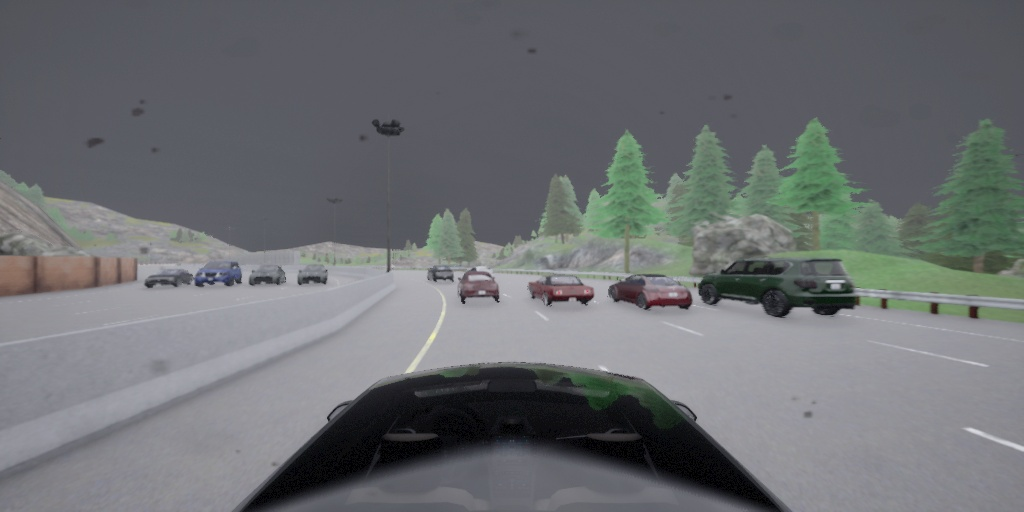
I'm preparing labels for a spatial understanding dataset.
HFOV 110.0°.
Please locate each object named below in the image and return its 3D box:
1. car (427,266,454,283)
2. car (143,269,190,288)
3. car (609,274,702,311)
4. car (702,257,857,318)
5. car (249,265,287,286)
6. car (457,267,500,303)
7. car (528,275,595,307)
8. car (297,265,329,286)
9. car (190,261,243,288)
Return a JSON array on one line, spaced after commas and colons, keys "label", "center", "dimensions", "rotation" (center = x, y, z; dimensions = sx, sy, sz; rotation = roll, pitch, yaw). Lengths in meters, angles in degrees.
[{"label": "car", "center": [-6.812, 1.670, 33.880], "dimensions": [2.128, 1.511, 4.902], "rotation": [0, -1, -22]}, {"label": "car", "center": [-27.727, 1.779, 29.245], "dimensions": [2.033, 1.411, 5.357], "rotation": [0, -1, -28]}, {"label": "car", "center": [5.791, 1.451, 15.495], "dimensions": [1.994, 1.385, 4.181], "rotation": [0, -1, -8]}, {"label": "car", "center": [9.642, 1.067, 13.718], "dimensions": [2.150, 2.045, 5.566], "rotation": [0, -1, -7]}, {"label": "car", "center": [-20.587, 1.559, 30.375], "dimensions": [2.097, 1.767, 4.553], "rotation": [0, -1, -25]}, {"label": "car", "center": [-1.757, 1.486, 18.212], "dimensions": [1.812, 1.442, 4.674], "rotation": [0, -1, -11]}, {"label": "car", "center": [2.081, 1.524, 16.766], "dimensions": [1.895, 1.301, 4.718], "rotation": [0, -1, -10]}, {"label": "car", "center": [-16.972, 1.546, 30.804], "dimensions": [2.097, 1.767, 4.553], "rotation": [0, -1, -24]}, {"label": "car", "center": [-24.083, 1.445, 29.696], "dimensions": [2.150, 2.045, 5.566], "rotation": [0, -1, -26]}]
